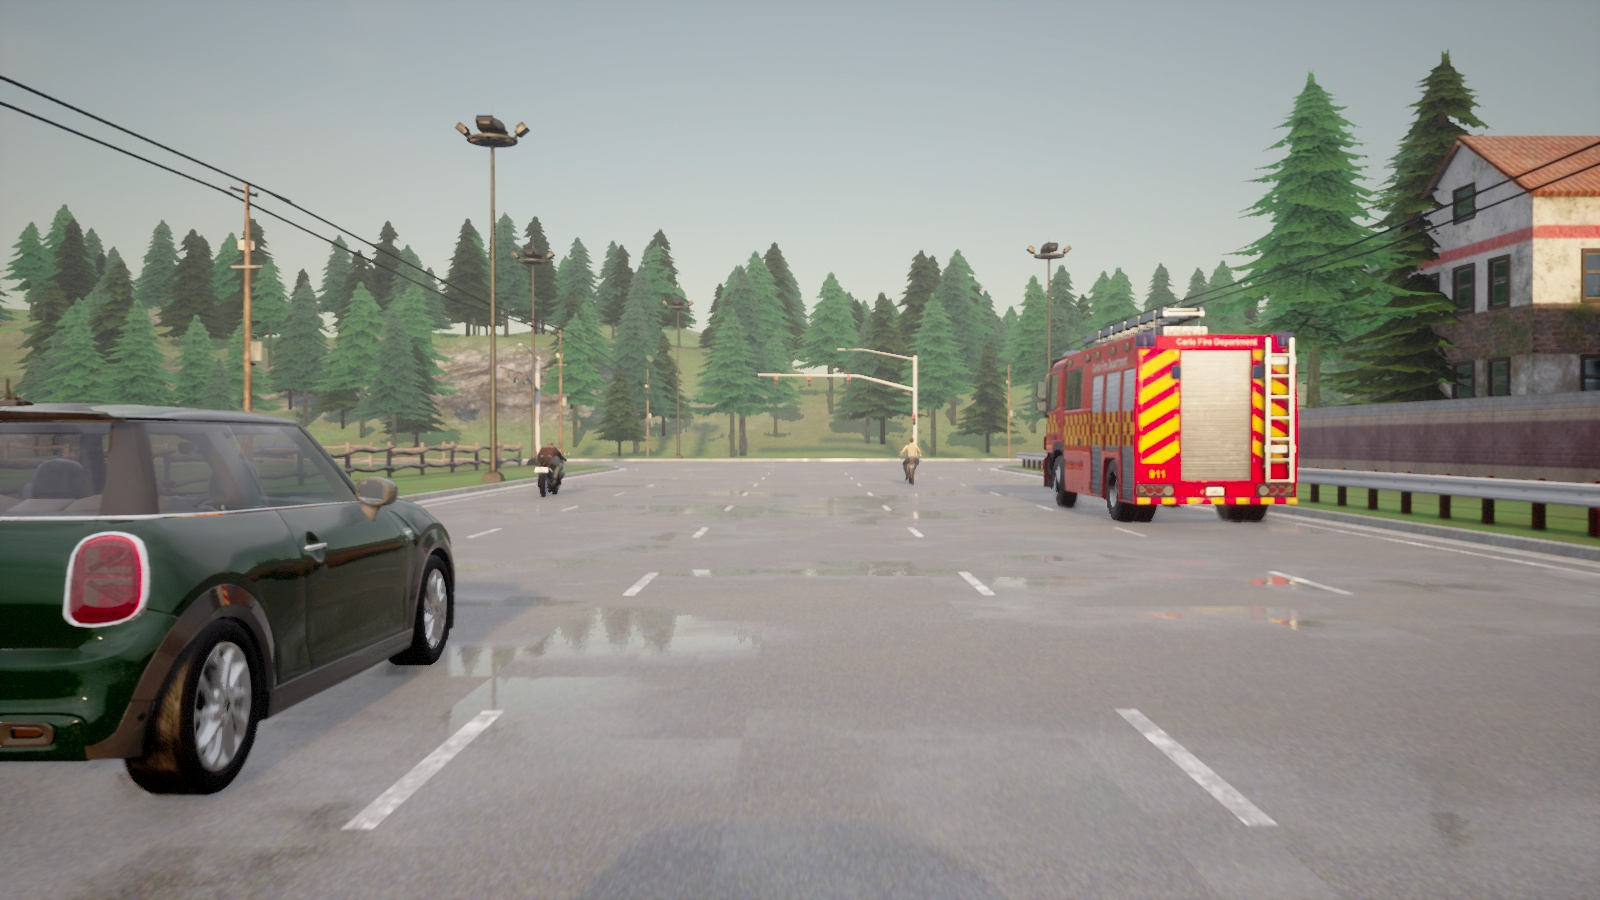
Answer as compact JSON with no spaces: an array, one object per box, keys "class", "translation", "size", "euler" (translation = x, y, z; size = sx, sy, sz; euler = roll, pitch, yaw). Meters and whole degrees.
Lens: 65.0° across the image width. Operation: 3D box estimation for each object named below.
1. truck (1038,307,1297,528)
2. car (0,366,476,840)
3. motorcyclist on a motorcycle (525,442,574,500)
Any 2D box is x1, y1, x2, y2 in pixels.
[{"class":"truck","translation":[7.167,-0.596,25.985],"size":[2.891,3.827,8.468],"euler":[0,0,0]},{"class":"car","translation":[-3.445,0.553,6.960],"size":[2.097,1.767,4.553],"euler":[0,0,0]},{"class":"motorcyclist on a motorcycle","translation":[-6.792,0.535,34.152],"size":[0.866,1.530,2.191],"euler":[0,0,0]}]
